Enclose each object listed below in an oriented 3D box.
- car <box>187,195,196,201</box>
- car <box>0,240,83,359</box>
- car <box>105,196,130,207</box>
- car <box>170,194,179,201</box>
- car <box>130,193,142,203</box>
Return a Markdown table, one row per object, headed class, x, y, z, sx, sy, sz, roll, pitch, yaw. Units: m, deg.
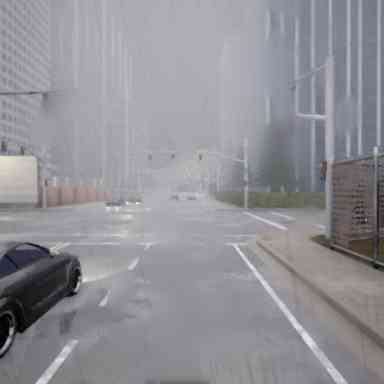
| class | x | y | z | sx | sy | sz | roll | pitch | yaw |
| --- | --- | --- | --- | --- | --- | --- | --- | --- | --- |
| car | -0.067 | 1.236 | 68.543 | 1.895 | 1.301 | 4.718 | 0 | 0 | 0 |
| car | -3.443 | 1.532 | 5.857 | 1.994 | 1.385 | 4.181 | 0 | 0 | 0 |
| car | -10.622 | 1.297 | 46.572 | 2.033 | 1.411 | 5.357 | 0 | 0 | 0 |
| car | -3.567 | 1.101 | 68.509 | 1.837 | 1.490 | 4.892 | 0 | 0 | 0 |
| car | -10.597 | 1.024 | 61.548 | 2.097 | 1.767 | 4.553 | 0 | 0 | 1 |
